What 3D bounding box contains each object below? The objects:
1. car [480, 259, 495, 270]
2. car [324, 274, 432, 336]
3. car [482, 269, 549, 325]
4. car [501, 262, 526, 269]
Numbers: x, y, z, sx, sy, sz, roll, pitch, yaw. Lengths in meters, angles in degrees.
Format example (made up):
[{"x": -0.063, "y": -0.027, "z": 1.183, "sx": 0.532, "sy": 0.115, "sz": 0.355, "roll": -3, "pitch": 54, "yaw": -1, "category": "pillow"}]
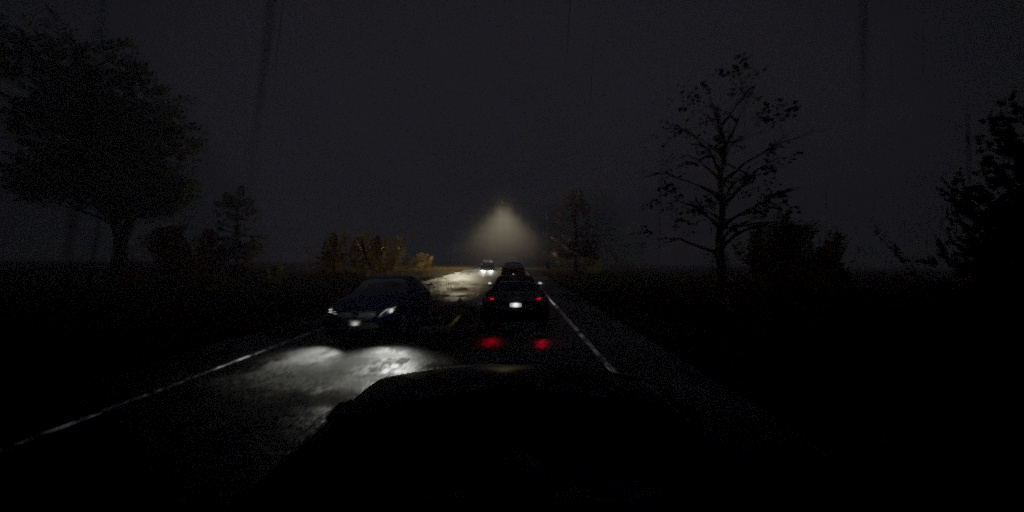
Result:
[{"x": -3.564, "y": 1.231, "z": 52.777, "sx": 2.128, "sy": 1.511, "sz": 4.902, "roll": 0, "pitch": 0, "yaw": 0, "category": "car"}, {"x": -3.600, "y": 1.276, "z": 10.540, "sx": 1.812, "sy": 1.442, "sz": 4.674, "roll": 0, "pitch": 0, "yaw": 0, "category": "car"}, {"x": 0.100, "y": 1.314, "z": 11.833, "sx": 1.994, "sy": 1.385, "sz": 4.181, "roll": 0, "pitch": 0, "yaw": 0, "category": "car"}, {"x": 0.100, "y": 1.225, "z": 29.679, "sx": 1.882, "sy": 1.535, "sz": 5.008, "roll": 0, "pitch": 0, "yaw": 0, "category": "car"}]
